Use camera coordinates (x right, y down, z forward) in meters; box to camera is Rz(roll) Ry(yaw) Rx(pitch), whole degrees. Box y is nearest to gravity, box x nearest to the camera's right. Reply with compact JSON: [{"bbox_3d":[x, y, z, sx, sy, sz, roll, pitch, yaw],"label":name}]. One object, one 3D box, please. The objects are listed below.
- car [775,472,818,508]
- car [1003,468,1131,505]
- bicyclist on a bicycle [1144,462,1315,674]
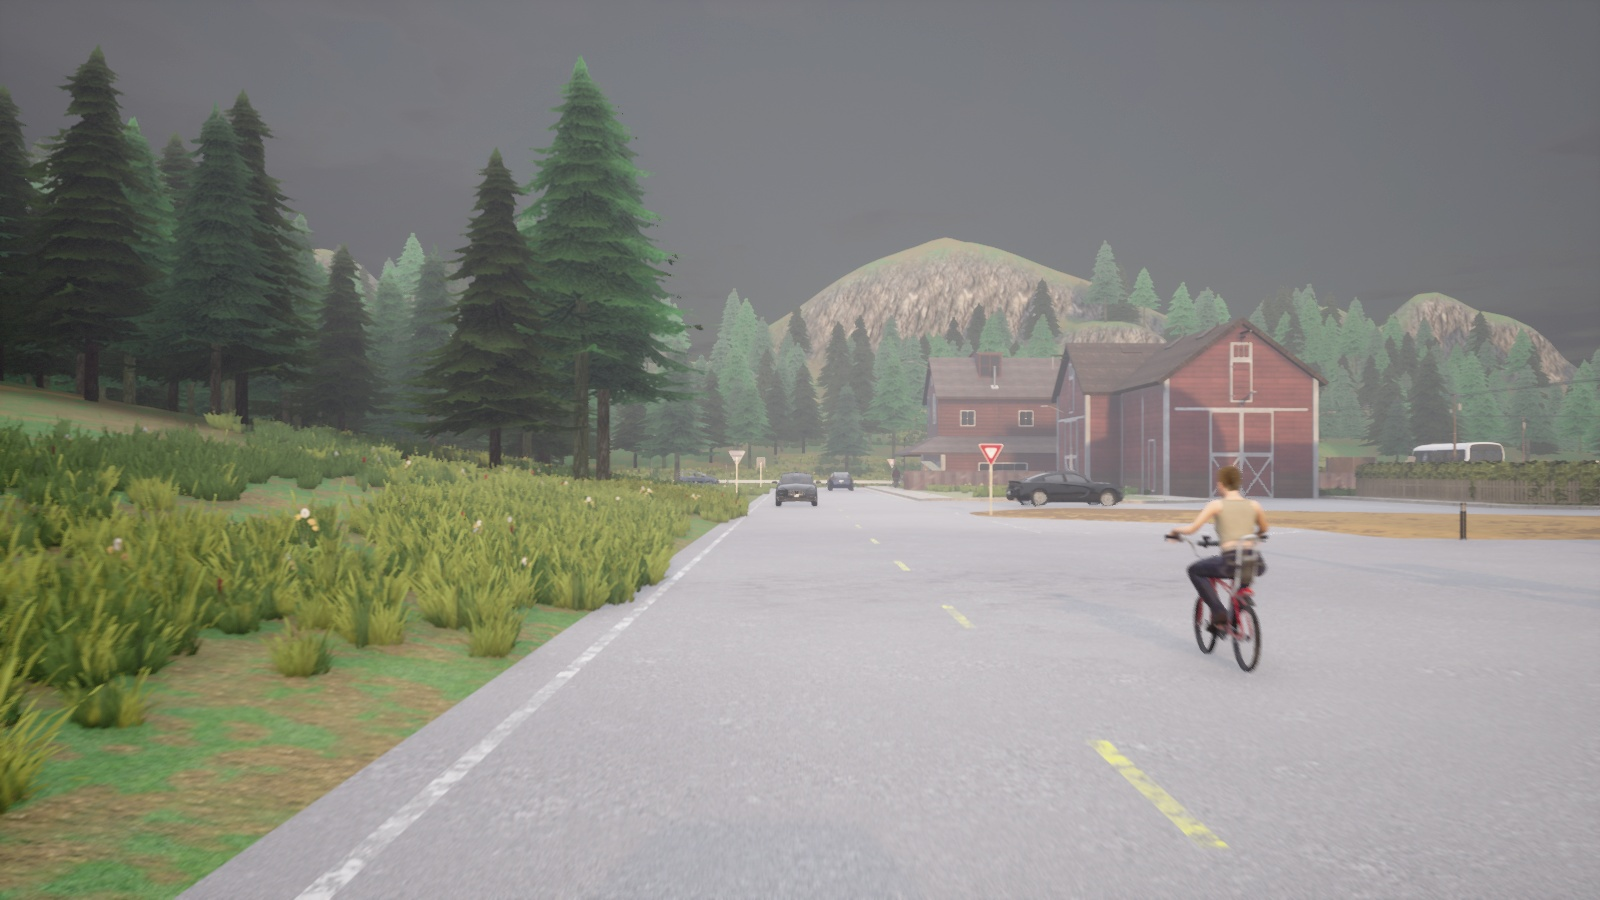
[{"bbox_3d":[-0.139,1.754,56.343,1.837,1.490,4.892,0,-1,0],"label":"car"},{"bbox_3d":[11.429,1.564,53.913,5.008,1.535,1.882,0,-1,-7],"label":"car"},{"bbox_3d":[3.479,0.910,10.332,0.866,1.612,1.509,0,-1,0],"label":"bicyclist on a bicycle"}]
